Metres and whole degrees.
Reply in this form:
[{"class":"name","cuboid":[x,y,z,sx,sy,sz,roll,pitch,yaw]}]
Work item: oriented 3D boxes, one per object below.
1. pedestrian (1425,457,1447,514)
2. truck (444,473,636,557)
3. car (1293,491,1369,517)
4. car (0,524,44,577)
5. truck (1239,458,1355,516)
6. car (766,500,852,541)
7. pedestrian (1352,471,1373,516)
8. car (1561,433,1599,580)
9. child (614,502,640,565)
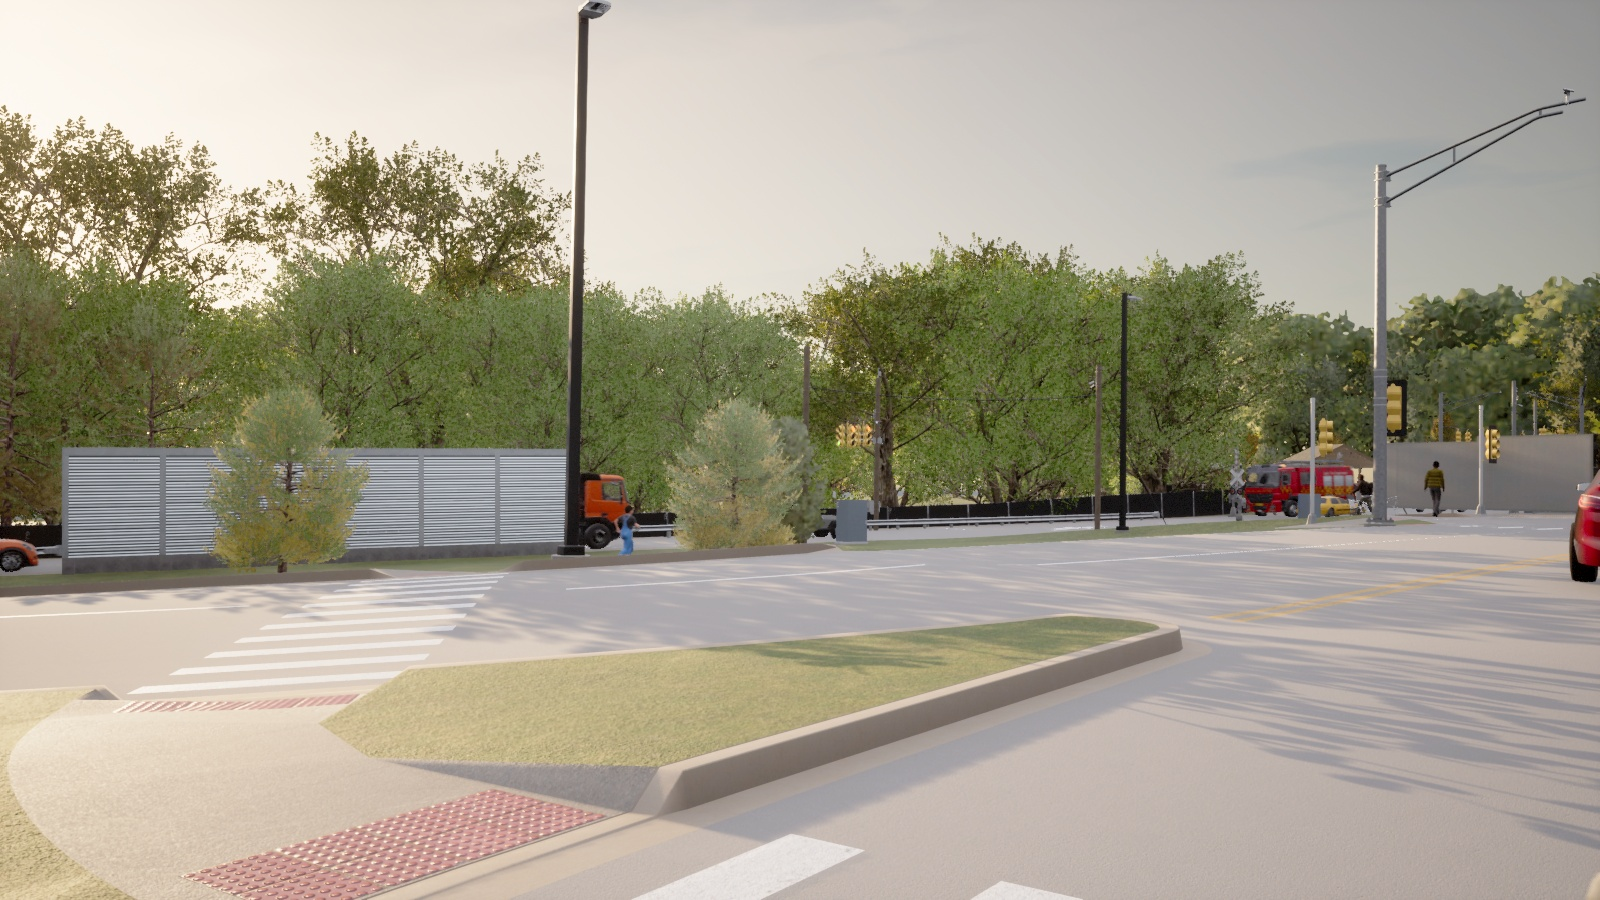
[{"class":"pedestrian","cuboid":[20.702,1.156,40.890,0.431,1.840,0.709,-1,-2,44]},{"class":"truck","cuboid":[-11.635,2.803,56.415,7.936,3.462,2.891,0,-1,-30]},{"class":"car","cuboid":[35.125,3.551,83.018,5.366,1.575,1.801,0,0,-30]},{"class":"car","cuboid":[-30.062,3.671,45.417,4.553,1.767,2.097,0,-1,-34]},{"class":"truck","cuboid":[34.335,2.498,86.654,8.468,3.827,2.891,0,-1,-32]},{"class":"car","cuboid":[0.466,3.548,63.455,3.866,1.878,1.905,0,-1,-30]},{"class":"pedestrian","cuboid":[23.260,1.789,51.927,0.703,1.840,0.431,-1,-2,44]},{"class":"car","cuboid":[11.005,0.634,15.718,2.242,1.667,4.611,-1,-1,35]},{"class":"child","cuboid":[-3.582,1.720,25.964,0.270,1.263,0.437,-1,-2,41]}]
